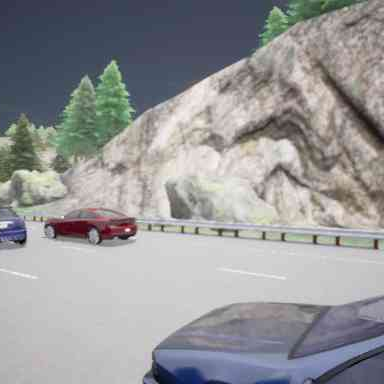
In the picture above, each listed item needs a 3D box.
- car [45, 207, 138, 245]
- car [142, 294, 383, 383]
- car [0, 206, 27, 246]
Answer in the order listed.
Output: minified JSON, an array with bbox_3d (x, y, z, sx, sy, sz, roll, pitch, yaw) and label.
[{"bbox_3d":[-4.792,1.463,15.453,5.008,1.535,1.882,0,0,33],"label":"car"},{"bbox_3d":[2.138,1.540,2.413,5.357,1.411,2.033,0,0,35],"label":"car"},{"bbox_3d":[-9.042,1.346,14.035,4.553,1.767,2.097,0,0,33],"label":"car"}]
